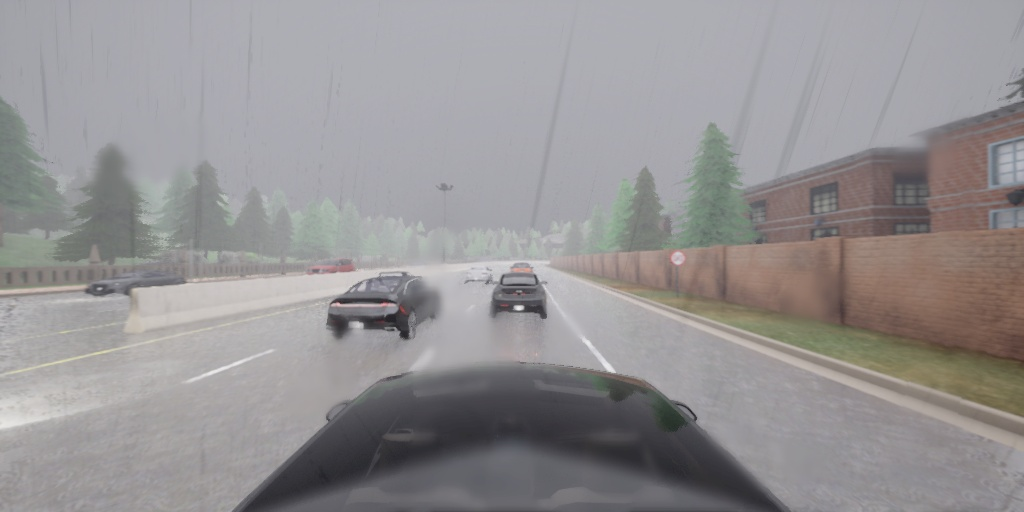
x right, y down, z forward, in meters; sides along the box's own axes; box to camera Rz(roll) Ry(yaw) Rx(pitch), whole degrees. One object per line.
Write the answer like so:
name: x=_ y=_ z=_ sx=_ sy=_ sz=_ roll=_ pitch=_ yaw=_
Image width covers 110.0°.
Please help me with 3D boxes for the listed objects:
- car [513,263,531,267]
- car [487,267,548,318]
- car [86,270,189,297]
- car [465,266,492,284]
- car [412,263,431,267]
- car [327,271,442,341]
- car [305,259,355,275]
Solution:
car: x=0.903 y=1.369 z=32.415 sx=2.097 sy=1.767 sz=4.553 roll=0 pitch=-1 yaw=2
car: x=0.282 y=1.359 z=13.499 sx=1.837 sy=1.490 sz=4.892 roll=0 pitch=0 yaw=2
car: x=-20.729 y=1.485 z=20.093 sx=1.994 sy=1.385 sz=4.181 roll=0 pitch=-1 yaw=2
car: x=-2.687 y=1.523 z=29.875 sx=1.812 sy=1.442 sz=4.674 roll=0 pitch=0 yaw=2
car: x=-12.634 y=1.655 z=49.911 sx=1.882 sy=1.535 sz=5.008 roll=0 pitch=-1 yaw=2
car: x=-3.300 y=1.318 z=10.209 sx=2.128 sy=1.511 sz=4.902 roll=0 pitch=0 yaw=1
car: x=-16.752 y=1.256 z=33.444 sx=2.150 sy=2.045 sz=5.566 roll=0 pitch=0 yaw=2
